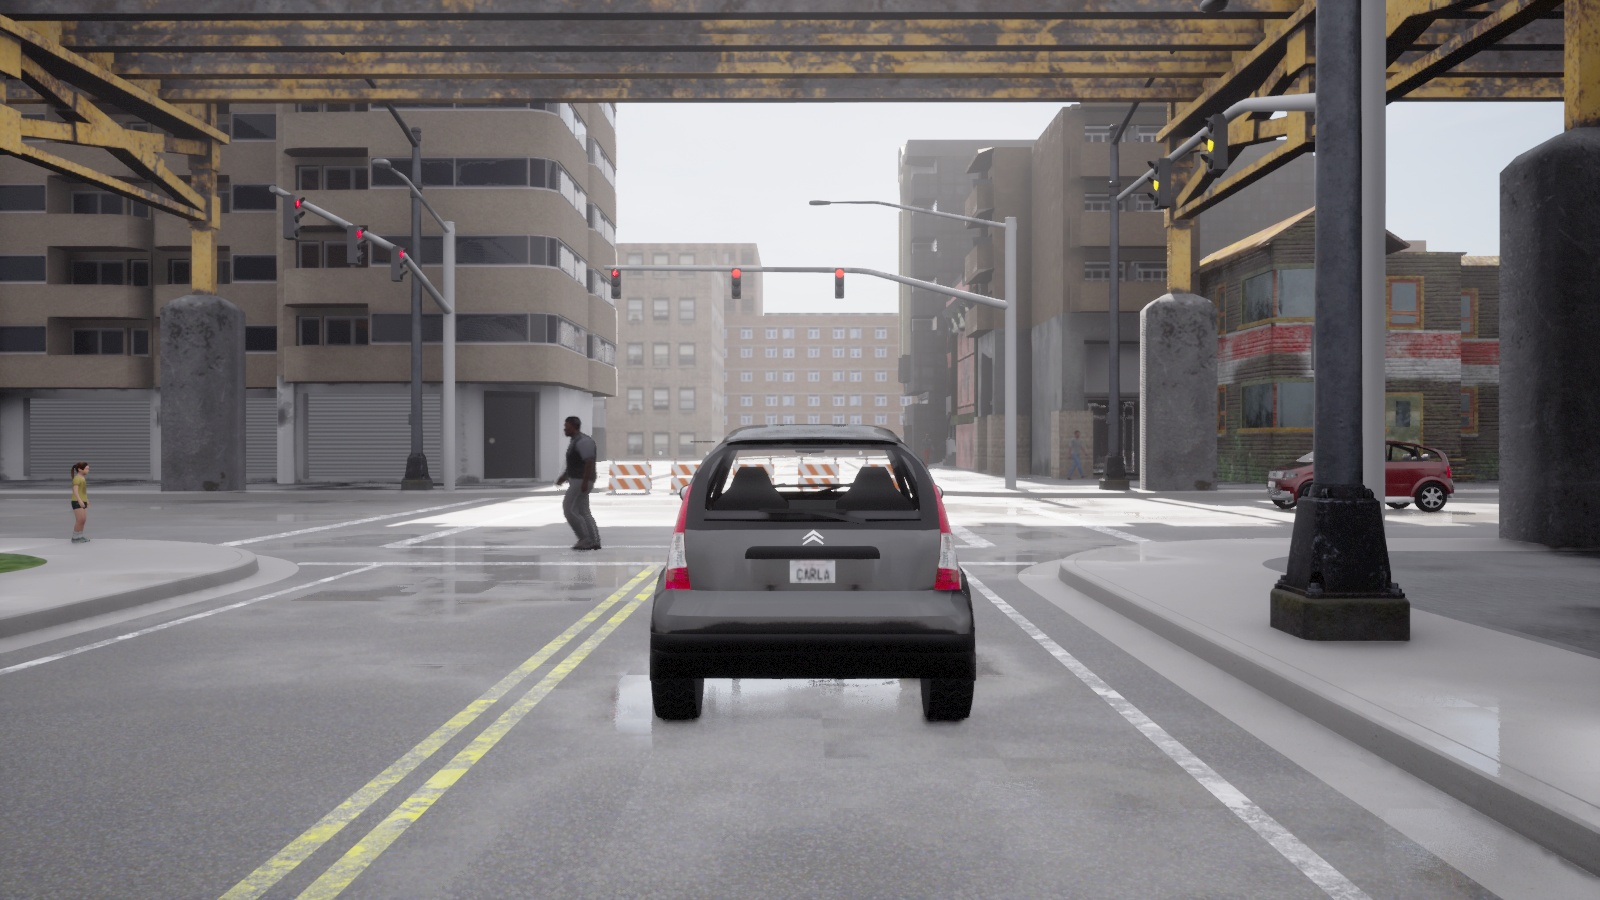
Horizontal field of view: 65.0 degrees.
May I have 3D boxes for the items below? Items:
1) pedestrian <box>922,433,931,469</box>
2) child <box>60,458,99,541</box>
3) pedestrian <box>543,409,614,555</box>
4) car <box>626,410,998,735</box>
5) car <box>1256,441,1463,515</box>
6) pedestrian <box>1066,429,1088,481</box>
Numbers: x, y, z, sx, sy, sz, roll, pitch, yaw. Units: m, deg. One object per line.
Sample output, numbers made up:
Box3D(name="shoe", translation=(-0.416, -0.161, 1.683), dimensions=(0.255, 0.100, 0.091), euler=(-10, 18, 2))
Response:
Box3D(name="pedestrian", translation=(6.571, 0.049, 65.148), dimensions=(0.353, 1.847, 0.614), euler=(0, 0, -4))
Box3D(name="child", translation=(-9.805, 0.673, 17.102), dimensions=(0.394, 1.110, 0.255), euler=(0, 0, -10))
Box3D(name="pedestrian", translation=(-2.940, 0.412, 16.647), dimensions=(0.849, 1.883, 0.563), euler=(0, 0, -20))
Box3D(name="car", translation=(0.073, 0.598, 8.243), dimensions=(1.851, 1.617, 3.988), euler=(0, 0, 0))
Box3D(name="car", translation=(12.146, 0.580, 27.426), dimensions=(3.705, 1.549, 1.789), euler=(0, 0, 0))
Box3D(name="pedestrian", translation=(9.874, 0.166, 44.825), dimensions=(0.354, 1.836, 0.706), euler=(0, 0, -39))
